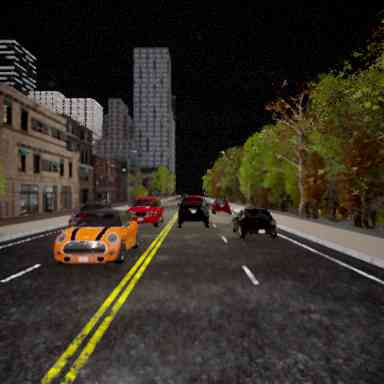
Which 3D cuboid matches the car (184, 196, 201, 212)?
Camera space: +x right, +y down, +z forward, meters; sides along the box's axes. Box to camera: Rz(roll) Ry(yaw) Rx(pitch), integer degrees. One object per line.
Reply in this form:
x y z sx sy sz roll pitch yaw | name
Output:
0.101 1.539 44.496 2.150 2.045 5.566 0 0 0 | car

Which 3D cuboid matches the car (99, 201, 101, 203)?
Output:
-6.560 1.512 22.368 2.097 1.767 4.553 0 0 0 | car

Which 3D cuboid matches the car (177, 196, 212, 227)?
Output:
0.099 1.400 24.601 2.150 2.045 5.566 0 0 0 | car

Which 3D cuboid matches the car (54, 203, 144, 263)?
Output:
-3.251 1.441 12.218 2.097 1.767 4.553 0 0 0 | car

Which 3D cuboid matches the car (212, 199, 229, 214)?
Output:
3.351 1.631 39.380 2.097 1.767 4.553 0 0 0 | car

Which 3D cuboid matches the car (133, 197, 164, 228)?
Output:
-3.291 1.389 24.365 2.150 2.045 5.566 0 1 1 | car

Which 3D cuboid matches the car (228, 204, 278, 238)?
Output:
3.350 1.639 18.352 1.837 1.490 4.892 0 0 0 | car
